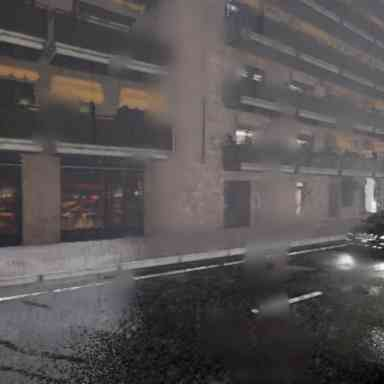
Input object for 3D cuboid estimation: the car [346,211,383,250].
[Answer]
[{"bbox_3d":[8.070,1.495,13.223,4.892,1.490,1.837,0,1,-36],"label":"car"}]
